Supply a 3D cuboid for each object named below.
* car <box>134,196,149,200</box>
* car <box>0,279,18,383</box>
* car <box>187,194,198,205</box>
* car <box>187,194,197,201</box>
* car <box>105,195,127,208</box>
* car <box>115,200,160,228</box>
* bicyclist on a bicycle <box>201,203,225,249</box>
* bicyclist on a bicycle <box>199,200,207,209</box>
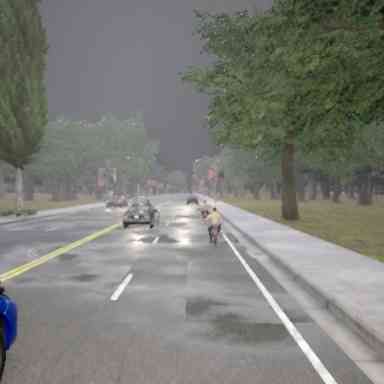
[{"bbox_3d":[-6.605,1.336,43.209,2.128,1.511,4.902,0,0,0],"label":"car"},{"bbox_3d":[-3.150,1.215,1.601,2.150,2.045,5.566,0,0,0],"label":"car"},{"bbox_3d":[0.075,1.305,55.971,1.837,1.490,4.892,0,0,0],"label":"car"},{"bbox_3d":[-0.033,1.266,73.583,2.128,1.511,4.902,0,0,0],"label":"car"},{"bbox_3d":[-9.853,1.195,43.681,2.097,1.767,4.553,0,0,0],"label":"car"},{"bbox_3d":[-3.161,1.470,21.440,2.033,1.411,5.357,0,0,0],"label":"car"},{"bbox_3d":[0.907,1.388,13.320,0.866,1.612,1.509,0,0,0],"label":"bicyclist on a bicycle"},{"bbox_3d":[0.903,1.354,22.784,0.866,1.612,1.509,0,0,0],"label":"bicyclist on a bicycle"}]
